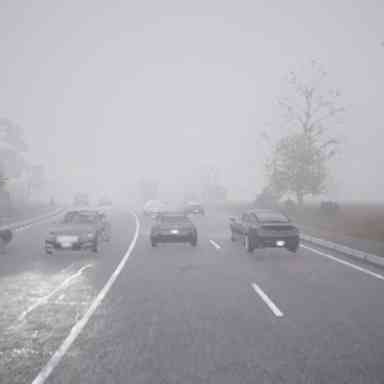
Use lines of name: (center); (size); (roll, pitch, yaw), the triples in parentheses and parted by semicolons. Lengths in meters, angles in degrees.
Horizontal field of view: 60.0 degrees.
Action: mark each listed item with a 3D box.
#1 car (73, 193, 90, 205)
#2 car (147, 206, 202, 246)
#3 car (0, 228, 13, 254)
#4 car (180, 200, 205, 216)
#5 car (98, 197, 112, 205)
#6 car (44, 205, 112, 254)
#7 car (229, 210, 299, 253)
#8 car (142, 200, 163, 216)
car: (-16.826, 1.208, 50.658); (2.150, 2.045, 5.566); (0, 0, -21)
car: (-0.912, 1.557, 15.340); (1.994, 1.385, 4.181); (0, 0, -6)
car: (-7.626, 1.610, 10.521); (1.895, 1.301, 4.718); (0, 0, -5)
car: (-0.059, 1.511, 31.757); (1.812, 1.442, 4.674); (0, 0, -12)
car: (-13.829, 1.534, 52.694); (2.033, 1.411, 5.357); (0, 0, -20)
car: (-4.430, 1.492, 13.563); (2.128, 1.511, 4.902); (0, 0, -6)
car: (2.789, 1.492, 13.738); (1.837, 1.490, 4.892); (0, 0, -5)
car: (-3.822, 1.514, 32.644); (1.812, 1.442, 4.674); (0, 0, -12)
